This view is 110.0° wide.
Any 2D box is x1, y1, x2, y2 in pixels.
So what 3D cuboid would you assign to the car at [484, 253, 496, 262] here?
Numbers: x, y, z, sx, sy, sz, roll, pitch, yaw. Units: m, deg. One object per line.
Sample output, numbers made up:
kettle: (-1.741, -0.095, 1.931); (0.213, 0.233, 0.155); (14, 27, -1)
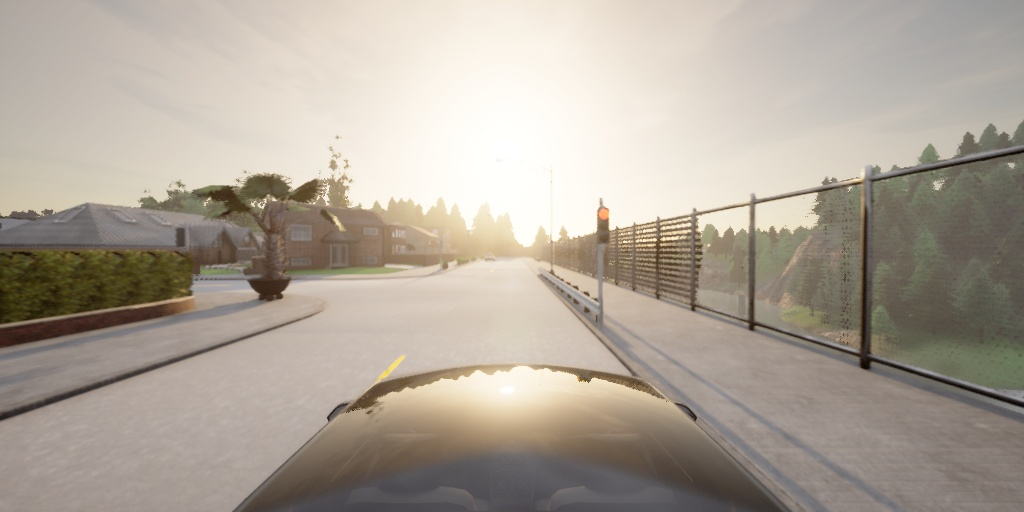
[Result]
car: (-4.009, 0.301, 64.965); (1.837, 1.490, 4.892); (0, 2, 0)
